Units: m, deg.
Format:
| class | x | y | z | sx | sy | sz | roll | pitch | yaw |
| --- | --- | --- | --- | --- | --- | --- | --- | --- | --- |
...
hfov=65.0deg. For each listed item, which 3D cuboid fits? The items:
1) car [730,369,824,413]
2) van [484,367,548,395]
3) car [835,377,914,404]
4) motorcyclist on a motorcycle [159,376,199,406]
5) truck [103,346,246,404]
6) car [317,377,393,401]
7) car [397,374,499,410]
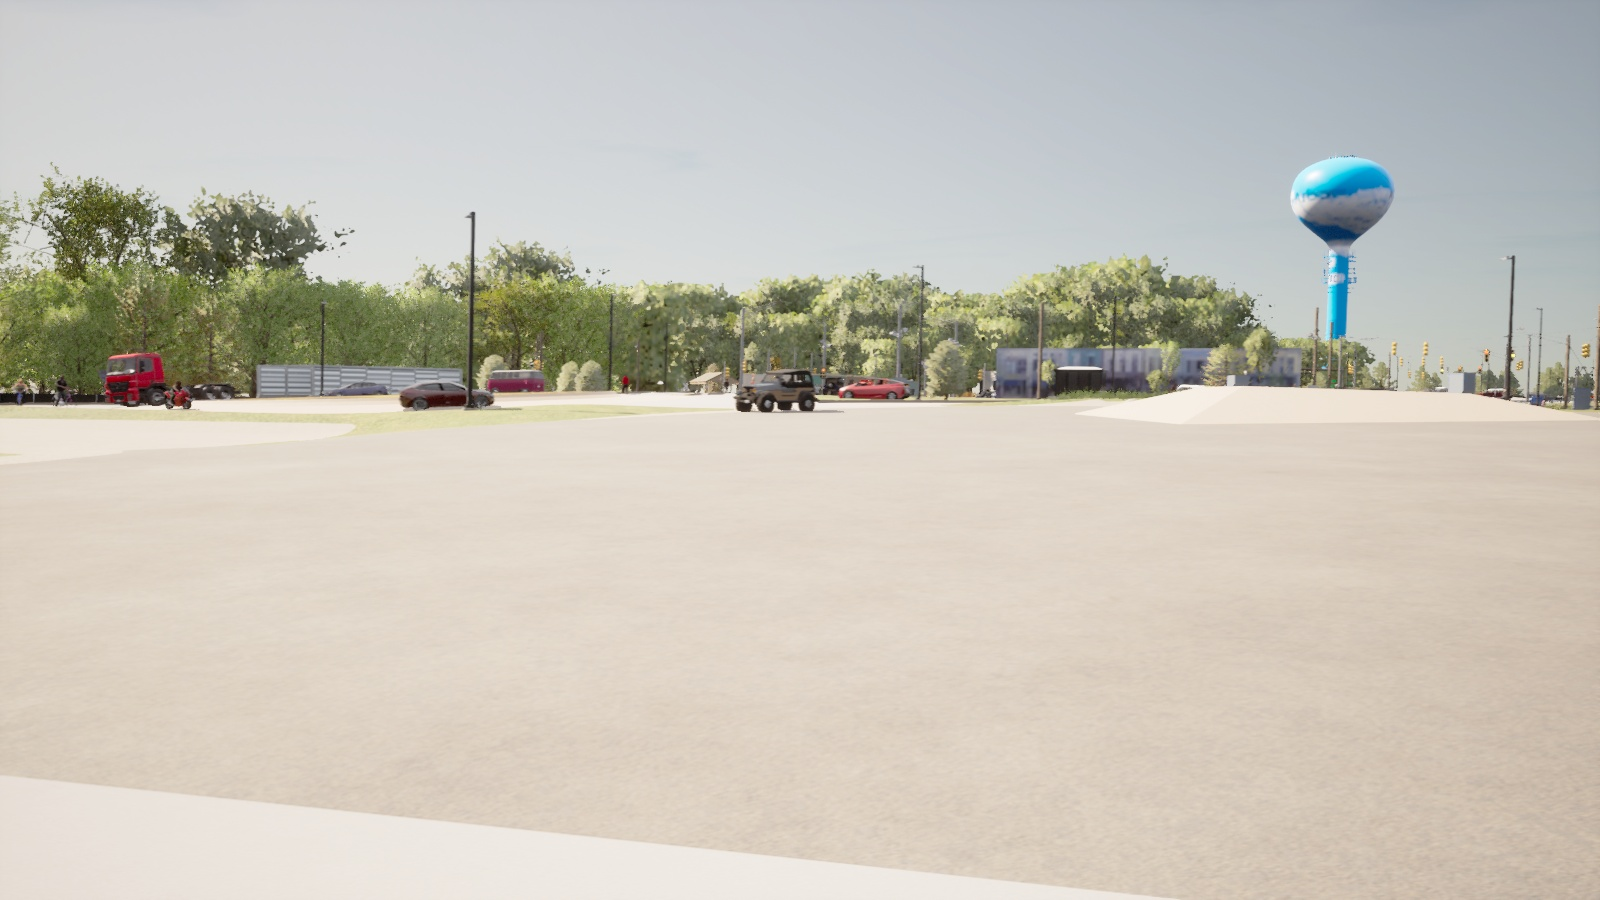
| class | x | y | z | sx | sy | sz | roll | pitch | yaw |
| --- | --- | --- | --- | --- | --- | --- | --- | --- | --- |
| car | -1.002 | -2.642 | 55.818 | 3.866 | 1.878 | 1.905 | -3 | 5 | -40 |
| van | -21.309 | -5.153 | 94.166 | 4.442 | 1.987 | 1.775 | 1 | 1 | 21 |
| car | 4.726 | -3.786 | 79.543 | 4.514 | 1.525 | 2.007 | 2 | 2 | 20 |
| motorcyclist on a motorcycle | -32.163 | -3.068 | 65.078 | 2.044 | 1.523 | 0.797 | 2 | 4 | 28 |
| truck | -40.430 | -4.894 | 81.495 | 2.891 | 3.462 | 7.936 | -1 | 3 | 27 |
| car | -32.999 | -4.533 | 93.234 | 4.792 | 1.488 | 2.163 | -4 | -1 | -43 |
| car | -18.131 | -2.997 | 64.679 | 4.792 | 1.488 | 2.163 | -3 | 9 | -21 |
